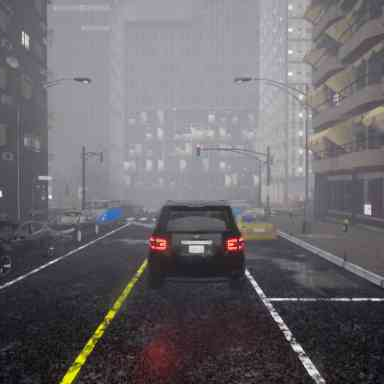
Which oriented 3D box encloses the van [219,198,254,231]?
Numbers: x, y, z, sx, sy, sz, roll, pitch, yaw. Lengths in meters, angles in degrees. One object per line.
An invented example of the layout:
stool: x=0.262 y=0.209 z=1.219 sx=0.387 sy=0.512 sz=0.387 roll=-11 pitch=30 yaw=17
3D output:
van: x=2.742 y=1.336 z=21.179 sx=1.690 sy=1.788 sz=3.998 roll=-1 pitch=0 yaw=0

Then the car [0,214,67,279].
car: x=-5.669 y=1.563 z=10.030 sx=1.947 sy=1.339 sz=4.313 roll=-1 pitch=0 yaw=0

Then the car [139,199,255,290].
car: x=0.107 y=1.219 z=9.230 sx=2.150 sy=2.045 sz=5.566 roll=0 pitch=0 yaw=0

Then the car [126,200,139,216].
car: x=-6.558 y=1.508 z=32.763 sx=4.902 sy=1.511 sz=2.128 roll=0 pitch=0 yaw=30

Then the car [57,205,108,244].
car: x=-5.652 y=1.547 z=15.632 sx=2.008 sy=1.369 sz=4.403 roll=-1 pitch=0 yaw=0

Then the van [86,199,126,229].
van: x=-5.638 y=1.336 z=21.234 sx=1.690 sy=1.788 sz=3.998 roll=-1 pitch=0 yaw=0

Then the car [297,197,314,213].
car: x=14.928 y=1.582 z=37.875 sx=4.674 sy=1.442 sz=1.812 roll=0 pitch=1 yaw=-1

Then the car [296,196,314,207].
car: x=15.362 y=1.337 z=40.471 sx=5.009 sy=1.841 sz=2.192 roll=0 pitch=1 yaw=1

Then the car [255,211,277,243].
car: x=2.728 y=1.522 z=15.748 sx=1.752 sy=1.417 sz=4.829 roll=-1 pitch=0 yaw=0

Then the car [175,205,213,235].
car: x=0.126 y=1.560 z=19.525 sx=1.994 sy=1.385 sz=4.181 roll=0 pitch=0 yaw=1
